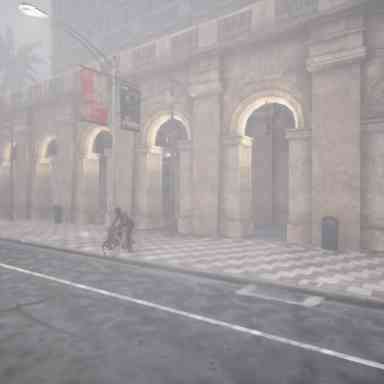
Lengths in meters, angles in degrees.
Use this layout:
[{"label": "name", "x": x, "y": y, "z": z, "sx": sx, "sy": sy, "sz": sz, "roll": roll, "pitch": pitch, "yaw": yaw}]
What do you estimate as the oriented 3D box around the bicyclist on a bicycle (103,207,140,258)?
[{"label": "bicyclist on a bicycle", "x": -2.332, "y": 1.313, "z": 11.092, "sx": 0.582, "sy": 1.620, "sz": 1.656, "roll": 0, "pitch": 3, "yaw": 36}]
